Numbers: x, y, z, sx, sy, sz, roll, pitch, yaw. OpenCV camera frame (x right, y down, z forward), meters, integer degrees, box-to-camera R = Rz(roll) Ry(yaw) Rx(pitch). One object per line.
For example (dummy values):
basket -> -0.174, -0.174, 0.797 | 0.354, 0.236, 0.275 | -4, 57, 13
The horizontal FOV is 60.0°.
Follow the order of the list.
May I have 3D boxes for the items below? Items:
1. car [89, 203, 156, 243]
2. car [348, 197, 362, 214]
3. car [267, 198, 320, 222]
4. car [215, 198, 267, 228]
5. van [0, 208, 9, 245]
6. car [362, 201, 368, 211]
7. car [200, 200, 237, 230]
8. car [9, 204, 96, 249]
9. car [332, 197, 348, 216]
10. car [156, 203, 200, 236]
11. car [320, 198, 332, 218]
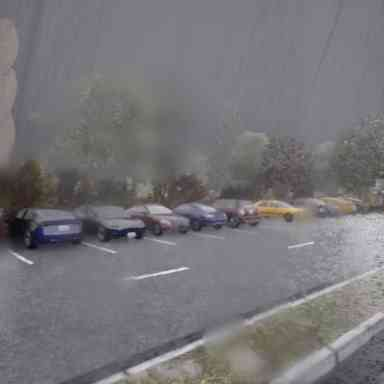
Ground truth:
car -> -4.085, 1.323, 15.490 | 2.163, 1.488, 4.792 | 0, 1, -42
car -> 12.231, 1.252, 30.310 | 2.097, 1.535, 5.008 | 0, 1, -42
car -> 6.228, 1.293, 24.627 | 1.946, 1.575, 5.366 | 0, 1, -42
car -> 2.048, 1.180, 21.044 | 2.185, 1.767, 4.553 | 0, 1, -42
van -> -8.258, 1.039, 11.899 | 1.878, 1.987, 4.442 | 1, 1, -42
car -> 14.273, 1.235, 32.159 | 2.231, 1.521, 4.892 | -1, 1, -42
car -> -0.019, 1.342, 19.213 | 2.002, 1.452, 4.674 | 0, 1, -42
car -> -6.164, 1.309, 13.686 | 2.163, 1.488, 4.792 | 0, 1, -42
car -> 10.183, 1.269, 28.470 | 2.231, 1.521, 4.892 | 0, 1, -42
car -> -2.063, 1.339, 17.367 | 2.002, 1.452, 4.674 | 0, 1, -42
car -> 8.129, 1.313, 26.640 | 2.163, 1.488, 4.792 | 0, 1, -42
